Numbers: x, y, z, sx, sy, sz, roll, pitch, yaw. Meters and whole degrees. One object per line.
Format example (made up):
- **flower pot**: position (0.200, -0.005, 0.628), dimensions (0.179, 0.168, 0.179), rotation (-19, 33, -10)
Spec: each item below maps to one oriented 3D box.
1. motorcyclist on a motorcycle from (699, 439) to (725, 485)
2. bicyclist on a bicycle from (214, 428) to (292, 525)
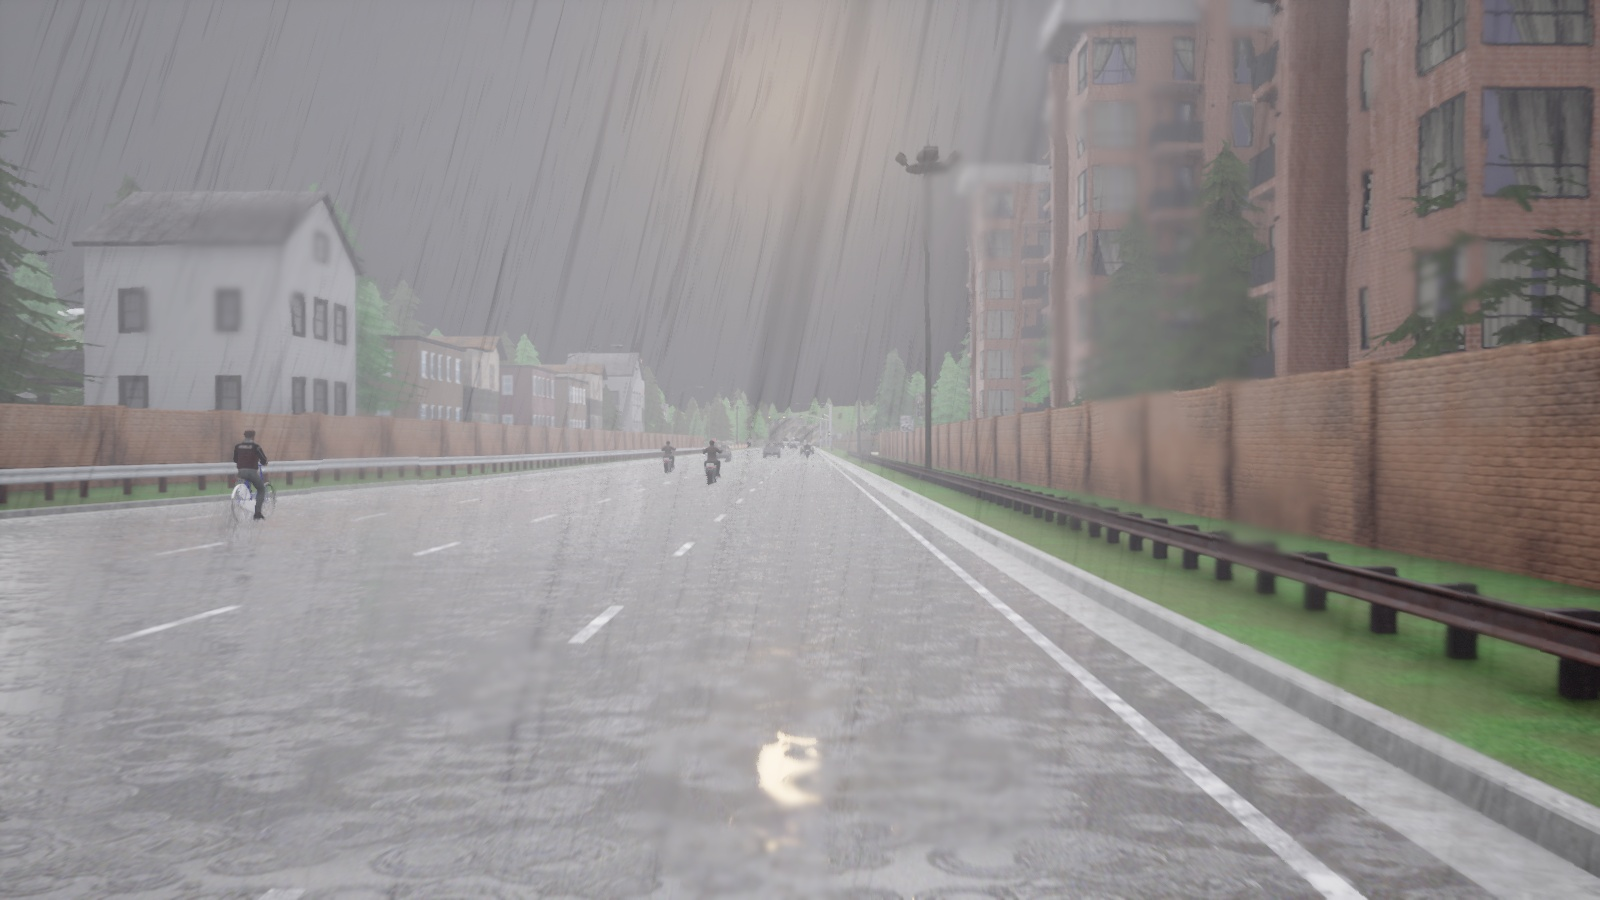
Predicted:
- **motorcyclist on a motorcycle**: position (-3.222, 0.435, 46.227), dimensions (0.766, 1.649, 2.350), rotation (0, 0, 0)
- **bicyclist on a bicycle**: position (-10.350, 0.475, 23.821), dimensions (0.659, 1.776, 1.843), rotation (0, 1, 0)
